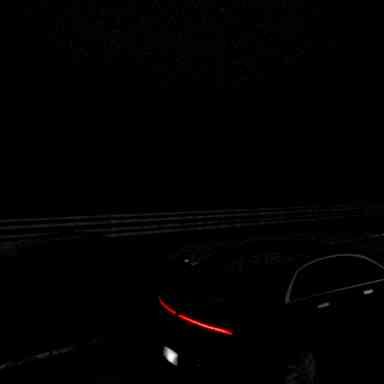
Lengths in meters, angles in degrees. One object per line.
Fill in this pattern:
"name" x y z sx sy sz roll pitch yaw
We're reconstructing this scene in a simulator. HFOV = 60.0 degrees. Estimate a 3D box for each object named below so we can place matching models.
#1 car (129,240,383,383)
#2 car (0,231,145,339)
"car" 1.738 1.503 4.986 4.892 1.490 1.837 0 0 -36
"car" -2.130 1.513 6.526 4.674 1.442 1.812 -1 0 -36
